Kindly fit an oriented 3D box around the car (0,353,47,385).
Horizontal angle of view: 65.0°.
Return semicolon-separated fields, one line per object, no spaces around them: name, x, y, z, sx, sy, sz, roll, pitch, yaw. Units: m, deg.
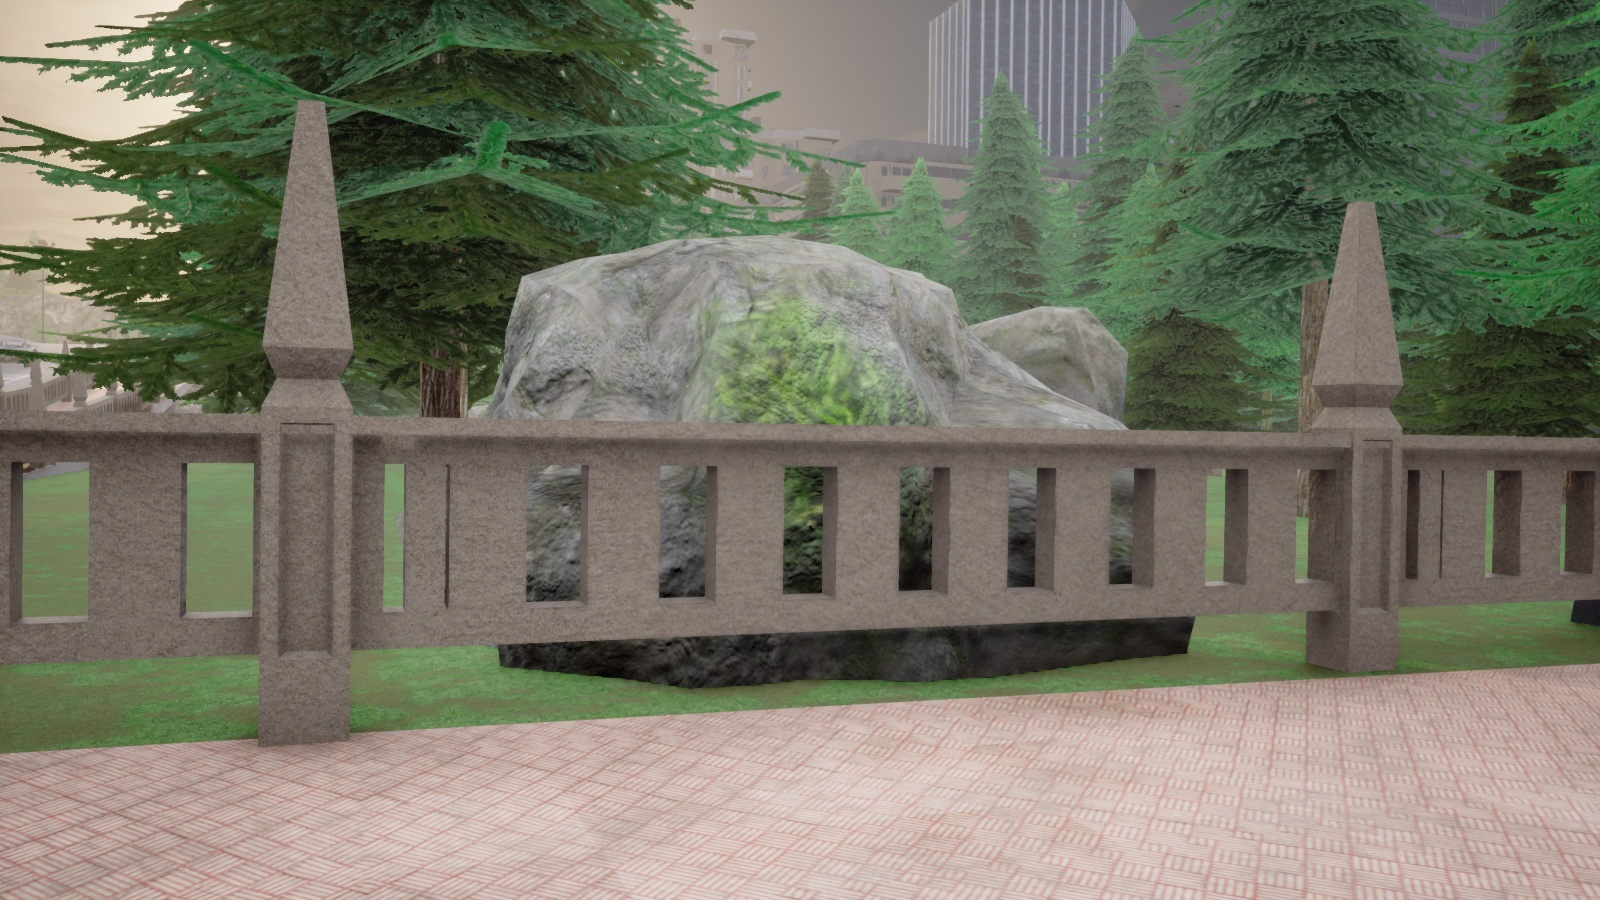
car;-46.079;-4.788;73.905;2.128;1.511;4.902;-1;8;-21
